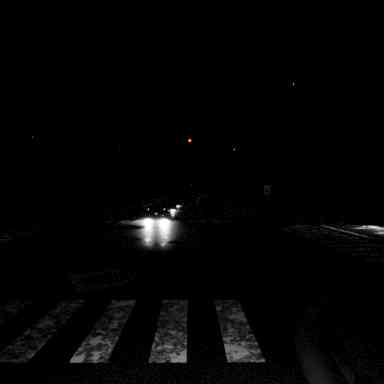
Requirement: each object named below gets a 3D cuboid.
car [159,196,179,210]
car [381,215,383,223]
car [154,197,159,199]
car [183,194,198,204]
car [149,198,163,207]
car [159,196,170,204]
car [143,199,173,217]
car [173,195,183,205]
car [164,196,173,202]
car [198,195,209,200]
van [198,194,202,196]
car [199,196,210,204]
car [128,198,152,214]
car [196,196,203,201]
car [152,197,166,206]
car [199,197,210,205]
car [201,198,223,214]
[{"bbox_3d":[-3.144,1.619,44.804,1.994,1.385,4.181,0,0,-1],"label":"car"},{"bbox_3d":[14.166,1.512,20.715,4.181,1.385,1.994,0,0,0],"label":"car"},{"bbox_3d":[-5.677,1.489,41.717,1.967,1.590,4.097,0,0,0],"label":"car"},{"bbox_3d":[-0.259,1.661,63.761,1.994,1.385,4.181,0,0,0],"label":"car"},{"bbox_3d":[-5.662,1.653,52.738,1.802,1.307,4.206,0,0,0],"label":"car"},{"bbox_3d":[-5.640,1.552,69.271,1.967,1.590,4.097,0,0,0],"label":"car"},{"bbox_3d":[-3.172,1.634,32.088,1.895,1.301,4.718,0,0,1],"label":"car"},{"bbox_3d":[-3.085,1.650,59.581,1.994,1.385,4.181,0,0,0],"label":"car"},{"bbox_3d":[-5.625,1.694,80.292,2.008,1.369,4.403,0,0,0],"label":"car"},{"bbox_3d":[2.362,1.637,52.728,1.947,1.339,4.313,0,0,0],"label":"car"},{"bbox_3d":[2.370,1.424,58.238,1.690,1.788,3.998,0,0,0],"label":"van"},{"bbox_3d":[2.355,1.641,47.217,1.802,1.307,4.206,0,0,0],"label":"car"},{"bbox_3d":[-5.685,1.480,36.206,1.967,1.590,4.097,0,0,0],"label":"car"},{"bbox_3d":[2.003,1.698,90.163,1.812,1.442,4.674,0,0,0],"label":"car"},{"bbox_3d":[-5.655,1.634,58.249,2.008,1.369,4.403,0,0,0],"label":"car"},{"bbox_3d":[2.377,1.647,63.749,2.008,1.369,4.403,0,0,0],"label":"car"},{"bbox_3d":[2.340,1.606,36.194,1.947,1.339,4.313,0,0,0],"label":"car"}]
